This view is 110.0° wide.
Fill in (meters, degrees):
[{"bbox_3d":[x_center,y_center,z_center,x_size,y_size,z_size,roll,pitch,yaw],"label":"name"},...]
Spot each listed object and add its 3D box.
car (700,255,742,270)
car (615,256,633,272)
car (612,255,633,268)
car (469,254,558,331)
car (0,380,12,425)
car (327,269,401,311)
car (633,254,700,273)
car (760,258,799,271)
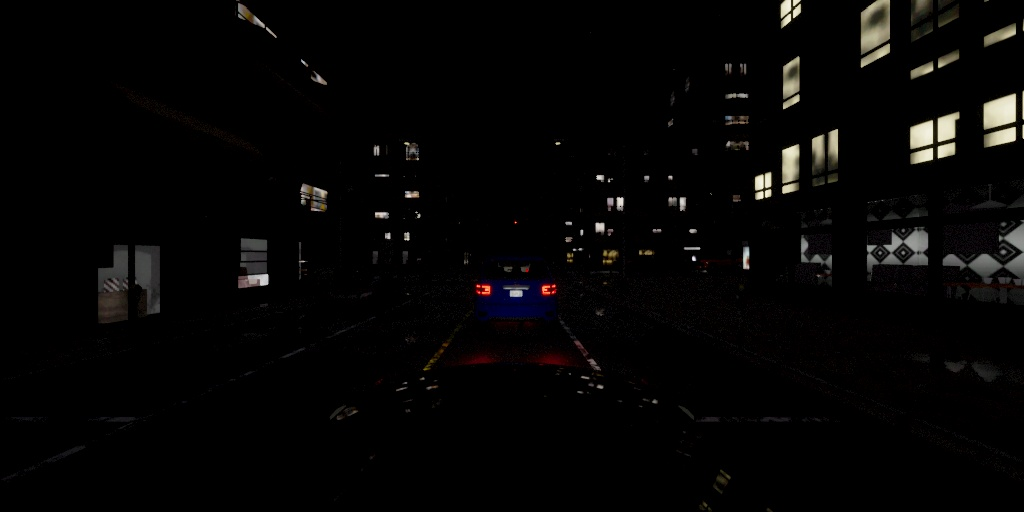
[{"bbox_3d":[23.400,0.642,40.301,4.553,1.767,2.097,-1,0,-1],"label":"car"},{"bbox_3d":[14.435,0.983,40.208,4.674,1.442,1.812,-1,0,-1],"label":"car"},{"bbox_3d":[14.594,0.764,42.819,5.009,1.841,2.192,0,0,0],"label":"car"},{"bbox_3d":[0.103,0.971,11.062,2.150,2.045,5.566,0,0,0],"label":"car"},{"bbox_3d":[-5.689,1.300,1.551,2.007,1.370,4.403,0,0,0],"label":"car"},{"bbox_3d":[-5.734,1.332,14.468,1.802,1.307,4.207,0,0,0],"label":"car"},{"bbox_3d":[14.725,0.778,34.439,5.009,1.841,2.192,0,0,0],"label":"car"},{"bbox_3d":[25.819,0.822,34.531,4.313,1.339,1.948,0,0,0],"label":"car"}]
